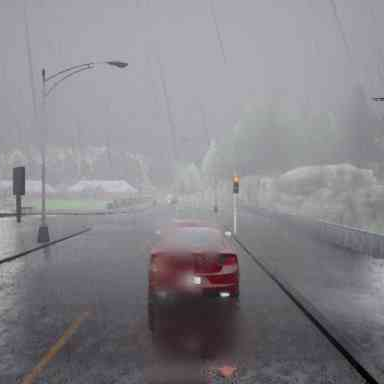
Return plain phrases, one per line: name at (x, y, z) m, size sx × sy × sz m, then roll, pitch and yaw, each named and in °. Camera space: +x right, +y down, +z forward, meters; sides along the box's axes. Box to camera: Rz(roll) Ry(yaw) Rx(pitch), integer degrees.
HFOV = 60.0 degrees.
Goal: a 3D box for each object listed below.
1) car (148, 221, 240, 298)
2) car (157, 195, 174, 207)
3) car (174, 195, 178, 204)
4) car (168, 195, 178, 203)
car at (0.053, 1.478, 8.591) m, size 1.882 × 1.535 × 5.008 m, roll 0°, pitch 0°, yaw 0°
car at (-4.132, 1.526, 50.822) m, size 1.812 × 1.442 × 4.674 m, roll 0°, pitch 0°, yaw 0°
car at (-4.125, 1.526, 60.740) m, size 1.812 × 1.442 × 4.674 m, roll 0°, pitch 0°, yaw 1°
car at (-4.052, 1.500, 70.905) m, size 1.837 × 1.490 × 4.892 m, roll 0°, pitch 0°, yaw 0°
